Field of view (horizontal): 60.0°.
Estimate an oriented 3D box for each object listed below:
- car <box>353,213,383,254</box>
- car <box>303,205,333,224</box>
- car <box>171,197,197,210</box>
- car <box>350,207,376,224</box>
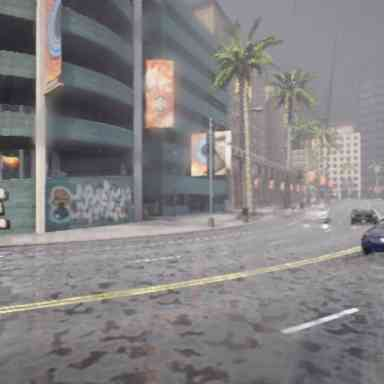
[{"bbox_3d":[8.433,1.720,13.377,4.181,1.385,1.994,1,-1,-44],"label":"car"},{"bbox_3d":[10.980,1.893,28.981,1.812,1.442,4.674,-1,-1,27],"label":"car"},{"bbox_3d":[-1.198,1.774,52.174,2.435,2.045,5.566,-1,-1,27],"label":"car"},{"bbox_3d":[14.147,1.930,27.469,1.895,1.301,4.718,-1,-1,27],"label":"car"}]
